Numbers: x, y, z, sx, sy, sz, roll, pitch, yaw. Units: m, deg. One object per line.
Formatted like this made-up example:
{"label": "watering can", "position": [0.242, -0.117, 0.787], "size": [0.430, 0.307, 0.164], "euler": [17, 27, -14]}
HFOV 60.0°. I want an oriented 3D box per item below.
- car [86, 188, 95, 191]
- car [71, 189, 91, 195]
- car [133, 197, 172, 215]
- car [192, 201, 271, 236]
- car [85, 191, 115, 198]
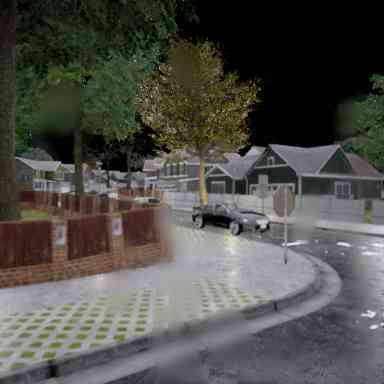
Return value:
{"label": "car", "position": [-16.876, 0.381, 51.762], "size": [1.837, 1.490, 4.892], "euler": [0, 2, -25]}
{"label": "car", "position": [-14.345, 0.701, 41.527], "size": [1.994, 1.385, 4.181], "euler": [0, 1, -33]}
{"label": "car", "position": [-3.267, 1.104, 24.835], "size": [1.812, 1.442, 4.674], "euler": [0, 1, -34]}
{"label": "car", "position": [1.874, 1.244, 17.100], "size": [2.128, 1.511, 4.902], "euler": [0, 1, -34]}
{"label": "car", "position": [-8.793, 0.901, 33.134], "size": [1.812, 1.442, 4.674], "euler": [0, 1, -33]}
